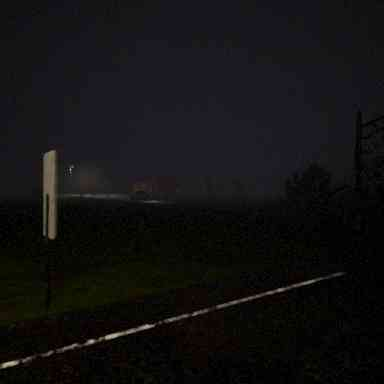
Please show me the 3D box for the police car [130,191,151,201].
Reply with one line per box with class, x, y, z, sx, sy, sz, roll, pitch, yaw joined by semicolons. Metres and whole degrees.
police car;-8.075;0.576;52.428;2.038;1.542;4.974;1;1;-32
